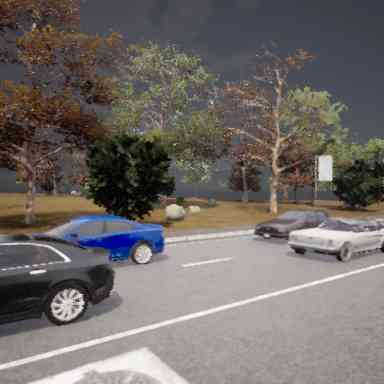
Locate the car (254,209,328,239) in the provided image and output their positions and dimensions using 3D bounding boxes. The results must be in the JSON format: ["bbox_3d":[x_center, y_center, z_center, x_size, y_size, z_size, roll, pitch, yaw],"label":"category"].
[{"bbox_3d":[5.519,1.580,16.541,5.357,1.411,2.033,0,0,-36],"label":"car"}]

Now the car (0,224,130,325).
[{"bbox_3d":[-3.751,1.512,5.567,4.892,1.490,1.837,1,0,-35],"label":"car"}]

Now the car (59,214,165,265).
[{"bbox_3d":[-3.218,1.487,10.221,5.008,1.535,1.882,0,0,-36],"label":"car"}]

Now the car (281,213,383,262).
[{"bbox_3d":[5.690,1.624,12.337,4.718,1.301,1.895,0,0,-36],"label":"car"}]
